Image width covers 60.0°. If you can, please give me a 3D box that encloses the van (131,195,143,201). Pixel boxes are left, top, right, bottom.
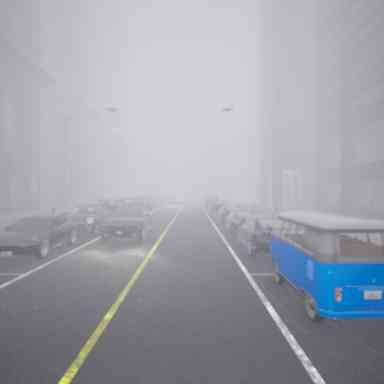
[{"bbox_3d":[-5.761,1.310,29.453,1.690,1.788,3.998,0,0,0],"label":"van"}]

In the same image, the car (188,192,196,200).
[{"bbox_3d":[0.011,1.052,93.166,2.150,2.045,5.566,0,0,0],"label":"car"}]

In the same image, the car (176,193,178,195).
[{"bbox_3d":[-5.754,1.522,91.456,1.947,1.339,4.313,0,0,0],"label":"car"}]

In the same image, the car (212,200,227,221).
[{"bbox_3d":[2.764,1.524,23.832,2.008,1.369,4.403,0,0,0],"label":"car"}]

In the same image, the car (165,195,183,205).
[{"bbox_3d":[-3.050,1.555,56.919,1.895,1.301,4.718,0,0,1],"label":"car"}]

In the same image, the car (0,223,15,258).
[{"bbox_3d":[-5.763,1.572,6.908,1.802,1.307,4.206,0,0,0],"label":"car"}]

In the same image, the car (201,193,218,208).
[{"bbox_3d":[2.766,1.273,46.376,2.192,1.841,5.009,0,0,0],"label":"car"}]

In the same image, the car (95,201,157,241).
[{"bbox_3d":[-3.098,1.457,16.660,1.882,1.535,5.008,0,0,0],"label":"car"}]

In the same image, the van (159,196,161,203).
[{"bbox_3d":[-5.759,1.299,46.362,1.690,1.788,3.998,0,0,0],"label":"van"}]

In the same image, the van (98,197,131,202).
[{"bbox_3d":[-5.762,1.314,23.817,1.690,1.788,3.998,0,0,0],"label":"van"}]

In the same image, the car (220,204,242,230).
[{"bbox_3d":[2.763,1.560,18.196,1.802,1.307,4.206,0,0,0],"label":"car"}]

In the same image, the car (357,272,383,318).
[{"bbox_3d":[2.762,1.549,1.286,2.008,1.369,4.403,0,0,0],"label":"car"}]

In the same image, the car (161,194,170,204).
[{"bbox_3d":[-5.757,1.499,63.273,1.887,1.381,4.507,0,0,0],"label":"car"}]

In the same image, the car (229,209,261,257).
[{"bbox_3d":[2.763,1.535,12.559,2.008,1.369,4.403,0,0,0],"label":"car"}]

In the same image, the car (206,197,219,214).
[{"bbox_3d":[2.765,1.509,35.104,1.887,1.381,4.507,0,0,0],"label":"car"}]

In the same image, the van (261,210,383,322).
[{"bbox_3d":[2.762,1.332,6.922,1.690,1.788,3.998,0,0,0],"label":"van"}]

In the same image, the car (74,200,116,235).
[{"bbox_3d":[-5.762,1.418,18.181,1.967,1.590,4.097,0,0,0],"label":"car"}]

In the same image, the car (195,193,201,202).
[{"bbox_3d":[2.397,1.307,75.842,2.097,1.767,4.553,0,0,0],"label":"car"}]

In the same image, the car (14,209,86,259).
[{"bbox_3d":[-5.762,1.550,12.544,1.947,1.339,4.313,0,0,0],"label":"car"}]

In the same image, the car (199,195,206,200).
[{"bbox_3d":[2.771,1.482,91.637,1.752,1.417,4.829,0,0,0],"label":"car"}]

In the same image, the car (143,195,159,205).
[{"bbox_3d":[-5.760,1.276,40.726,2.192,1.841,5.009,0,0,0],"label":"car"}]

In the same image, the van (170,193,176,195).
[{"bbox_3d":[-5.755,1.297,85.820,1.690,1.788,3.998,0,0,0],"label":"van"}]
